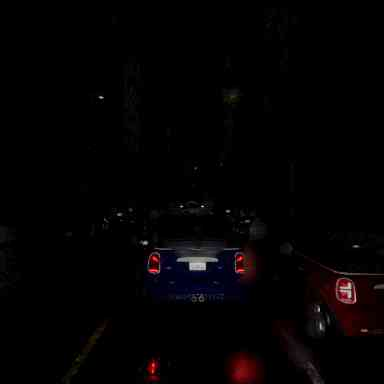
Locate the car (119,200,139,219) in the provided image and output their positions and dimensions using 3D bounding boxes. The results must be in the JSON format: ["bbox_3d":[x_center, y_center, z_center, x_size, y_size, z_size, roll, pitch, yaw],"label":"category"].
[{"bbox_3d":[-5.668,1.443,28.535,1.967,1.590,4.097,0,0,0],"label":"car"}]

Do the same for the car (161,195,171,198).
[{"bbox_3d":[-5.628,1.625,65.638,1.802,1.307,4.206,0,0,0],"label":"car"}]

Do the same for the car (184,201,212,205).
[{"bbox_3d":[0.098,1.479,17.377,1.882,1.535,5.008,0,0,0],"label":"car"}]

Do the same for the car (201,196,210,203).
[{"bbox_3d":[2.907,1.579,71.203,1.752,1.417,4.829,0,0,0],"label":"car"}]

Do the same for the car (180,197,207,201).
[{"bbox_3d":[0.003,1.459,27.399,1.801,1.575,5.366,0,0,0],"label":"car"}]

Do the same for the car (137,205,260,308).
[{"bbox_3d":[0.100,1.352,8.097,2.097,1.767,4.553,0,0,0],"label":"car"}]

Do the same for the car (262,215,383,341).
[{"bbox_3d":[2.855,1.440,6.528,1.967,1.590,4.097,0,0,0],"label":"car"}]

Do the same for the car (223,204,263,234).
[{"bbox_3d":[2.856,1.552,17.531,2.008,1.369,4.403,0,0,0],"label":"car"}]

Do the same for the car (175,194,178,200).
[{"bbox_3d":[-5.576,1.637,92.510,1.752,1.417,4.829,0,0,0],"label":"car"}]

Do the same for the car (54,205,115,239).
[{"bbox_3d":[-5.669,1.567,17.532,1.947,1.339,4.313,0,0,0],"label":"car"}]

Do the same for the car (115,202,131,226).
[{"bbox_3d":[-5.669,1.584,23.034,1.802,1.307,4.206,0,0,0],"label":"car"}]

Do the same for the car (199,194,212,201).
[{"bbox_3d":[2.896,1.484,65.624,1.967,1.590,4.097,0,0,0],"label":"car"}]

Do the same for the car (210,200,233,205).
[{"bbox_3d":[2.858,1.569,28.534,1.947,1.339,4.313,0,0,0],"label":"car"}]

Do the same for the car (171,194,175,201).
[{"bbox_3d":[-5.607,1.616,76.455,2.008,1.369,4.403,0,0,0],"label":"car"}]

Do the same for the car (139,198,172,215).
[{"bbox_3d":[-3.009,1.512,28.529,1.837,1.490,4.892,0,0,0],"label":"car"}]
